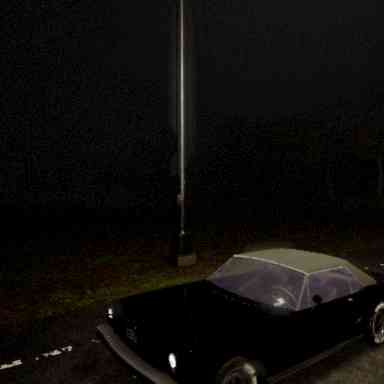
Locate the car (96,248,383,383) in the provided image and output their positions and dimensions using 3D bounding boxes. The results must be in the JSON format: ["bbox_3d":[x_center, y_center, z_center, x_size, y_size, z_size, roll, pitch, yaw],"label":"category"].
[{"bbox_3d":[1.148,1.597,4.814,4.718,1.301,1.895,0,0,-36],"label":"car"}]
